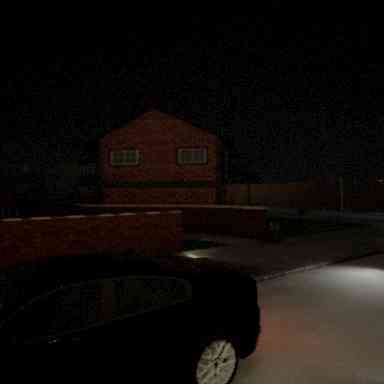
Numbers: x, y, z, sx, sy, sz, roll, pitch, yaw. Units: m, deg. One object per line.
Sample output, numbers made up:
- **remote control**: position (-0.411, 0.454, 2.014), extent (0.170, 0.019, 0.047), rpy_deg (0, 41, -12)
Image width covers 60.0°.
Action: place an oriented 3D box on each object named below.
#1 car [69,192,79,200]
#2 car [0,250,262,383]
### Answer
- **car**: position (-13.326, 0.886, 39.337), extent (1.905, 1.878, 3.866), rpy_deg (0, 0, -35)
- **car**: position (-1.440, 1.472, 3.558), extent (5.008, 1.535, 1.882), rpy_deg (0, 0, -35)
